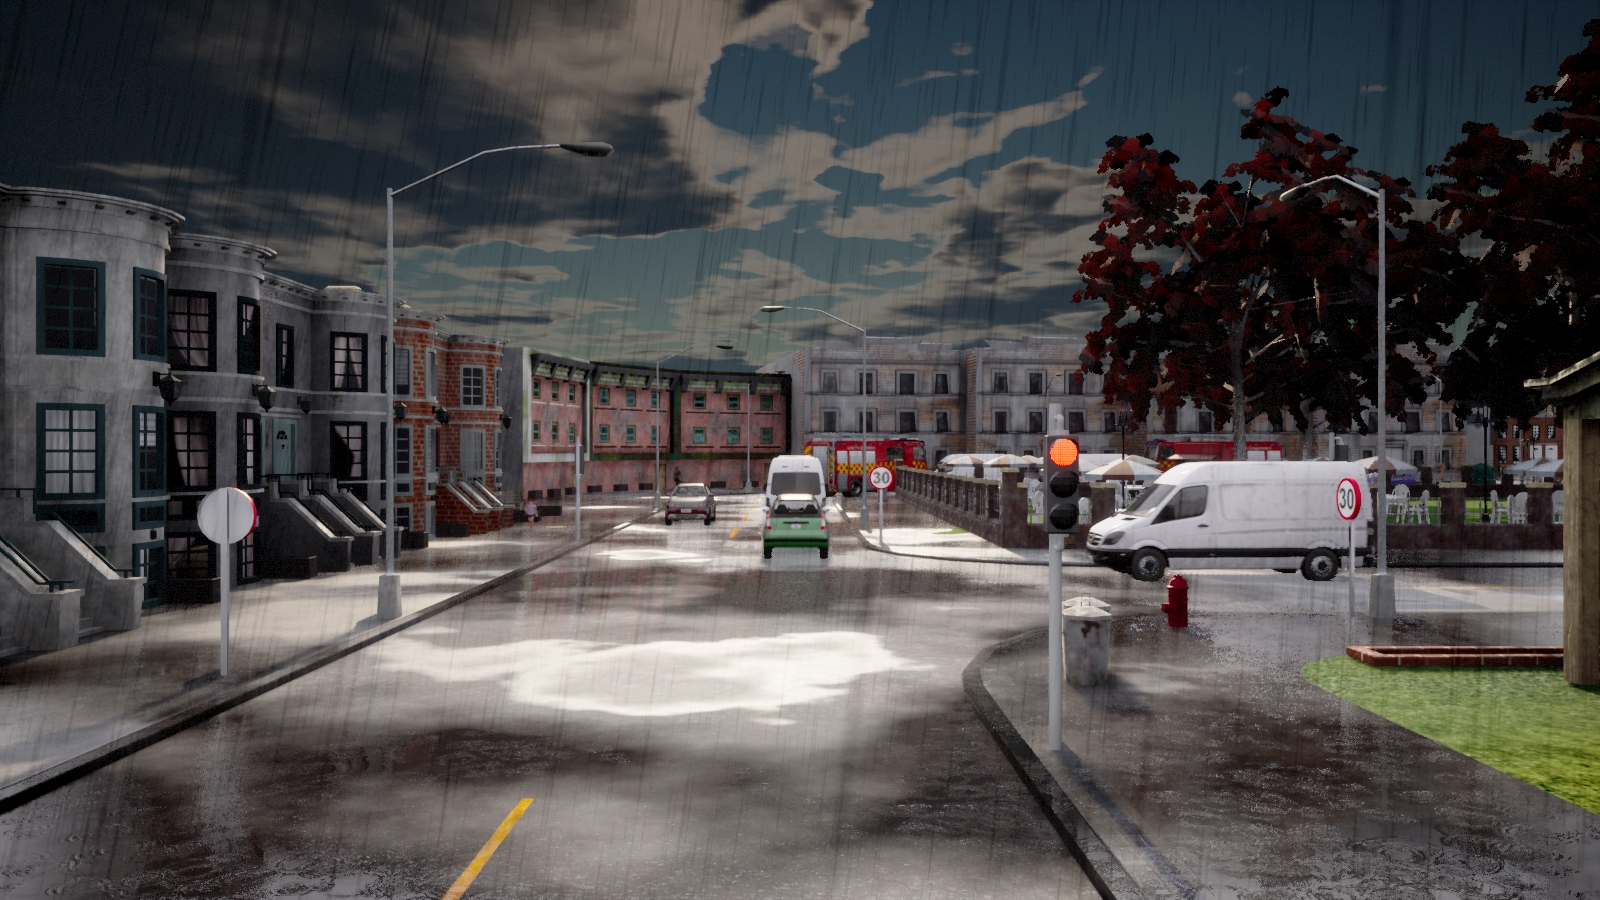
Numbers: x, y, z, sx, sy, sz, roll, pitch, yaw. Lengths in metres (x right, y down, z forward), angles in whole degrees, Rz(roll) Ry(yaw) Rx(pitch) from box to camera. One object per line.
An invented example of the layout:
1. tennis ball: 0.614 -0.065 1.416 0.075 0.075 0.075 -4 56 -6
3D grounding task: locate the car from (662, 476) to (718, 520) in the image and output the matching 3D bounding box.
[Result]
1. car: -4.154 1.806 43.645 1.789 1.549 3.705 0 0 0

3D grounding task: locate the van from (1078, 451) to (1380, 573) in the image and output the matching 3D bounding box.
1. van: 9.330 1.315 25.193 5.915 2.561 1.988 0 0 0

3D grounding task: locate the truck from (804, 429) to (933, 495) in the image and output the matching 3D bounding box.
1. truck: 4.295 0.672 70.228 8.468 3.827 2.891 0 0 -43

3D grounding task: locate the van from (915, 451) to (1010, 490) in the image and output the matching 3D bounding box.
1. van: 10.550 1.314 74.428 5.915 2.561 1.988 0 0 0

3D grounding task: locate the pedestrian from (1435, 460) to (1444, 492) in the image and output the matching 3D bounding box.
1. pedestrian: 37.085 1.524 66.257 0.375 1.860 0.375 0 0 17

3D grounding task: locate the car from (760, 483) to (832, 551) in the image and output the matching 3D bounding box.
1. car: -0.114 1.779 31.260 1.851 1.617 3.988 0 0 0

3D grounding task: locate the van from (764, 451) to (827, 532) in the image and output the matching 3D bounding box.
1. van: -0.147 1.315 39.074 1.988 2.561 5.915 0 0 0

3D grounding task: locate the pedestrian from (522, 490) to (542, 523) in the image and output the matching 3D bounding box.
1. pedestrian: -9.052 1.904 38.584 0.500 1.100 0.500 0 0 7

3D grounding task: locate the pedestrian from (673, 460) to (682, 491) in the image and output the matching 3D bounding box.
1. pedestrian: -7.375 1.525 68.782 0.375 1.860 0.375 0 0 30
